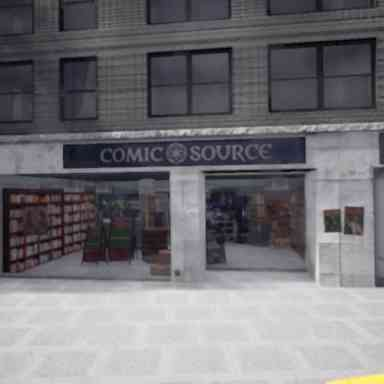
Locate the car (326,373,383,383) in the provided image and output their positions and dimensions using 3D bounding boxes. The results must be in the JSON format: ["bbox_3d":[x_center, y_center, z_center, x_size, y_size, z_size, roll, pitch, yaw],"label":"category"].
[{"bbox_3d":[3.264,1.442,1.585,5.366,1.575,1.801,-1,-1,7],"label":"car"}]
